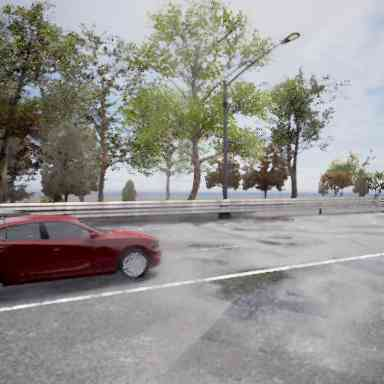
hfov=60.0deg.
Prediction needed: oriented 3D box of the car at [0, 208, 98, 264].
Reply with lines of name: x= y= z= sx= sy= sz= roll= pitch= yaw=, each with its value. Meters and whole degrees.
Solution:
car: x=-5.502 y=1.311 z=10.388 sx=4.674 sy=1.442 sz=1.812 roll=0 pitch=0 yaw=-28

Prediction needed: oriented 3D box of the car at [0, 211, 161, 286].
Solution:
car: x=-3.163 y=1.260 z=7.666 sx=5.008 sy=1.535 sz=1.882 roll=0 pitch=0 yaw=-28
